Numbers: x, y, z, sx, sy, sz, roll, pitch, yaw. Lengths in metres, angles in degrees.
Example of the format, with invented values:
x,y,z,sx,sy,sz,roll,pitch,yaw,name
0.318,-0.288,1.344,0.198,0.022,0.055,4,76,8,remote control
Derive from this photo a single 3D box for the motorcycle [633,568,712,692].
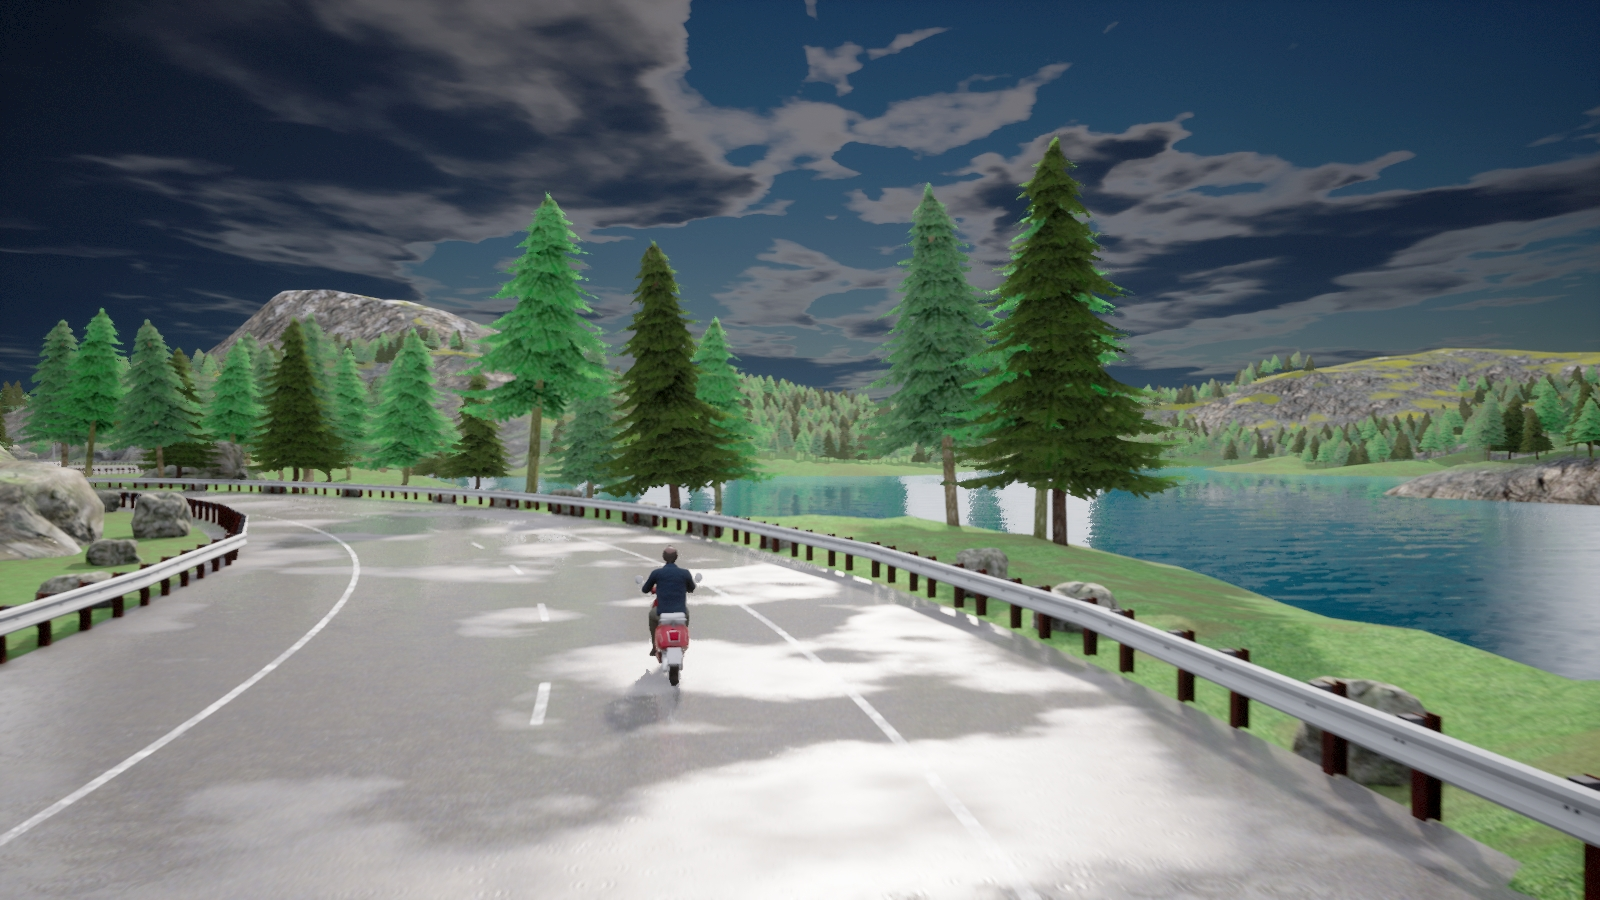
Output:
x,y,z,sx,sy,sz,roll,pitch,yaw,name
-1.616,2.182,14.207,0.856,1.236,1.805,0,0,-10,motorcycle
